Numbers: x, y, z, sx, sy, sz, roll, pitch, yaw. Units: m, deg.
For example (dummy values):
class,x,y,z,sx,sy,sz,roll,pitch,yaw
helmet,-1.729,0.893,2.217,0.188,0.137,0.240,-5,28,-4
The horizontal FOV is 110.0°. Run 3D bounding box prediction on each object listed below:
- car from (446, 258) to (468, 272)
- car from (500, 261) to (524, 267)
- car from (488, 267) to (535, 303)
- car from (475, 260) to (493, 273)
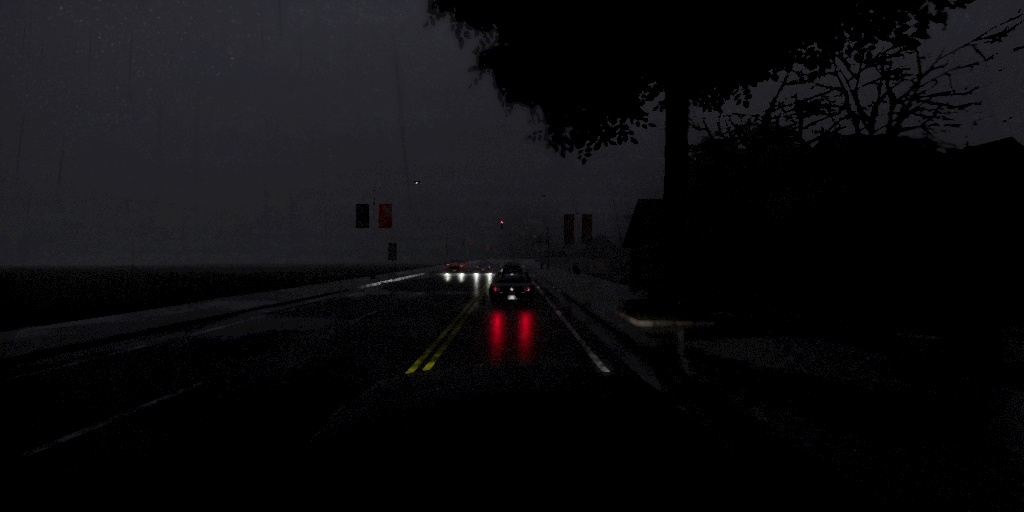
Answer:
class,x,y,z,sx,sy,sz,roll,pitch,yaw
car,-6.501,1.060,42.543,2.097,1.767,4.553,0,0,0
car,-0.001,1.207,31.508,1.837,1.490,4.892,0,0,0
car,0.000,1.351,16.533,1.895,1.301,4.718,0,0,0
car,-3.251,1.216,42.512,1.812,1.442,4.674,0,0,0
